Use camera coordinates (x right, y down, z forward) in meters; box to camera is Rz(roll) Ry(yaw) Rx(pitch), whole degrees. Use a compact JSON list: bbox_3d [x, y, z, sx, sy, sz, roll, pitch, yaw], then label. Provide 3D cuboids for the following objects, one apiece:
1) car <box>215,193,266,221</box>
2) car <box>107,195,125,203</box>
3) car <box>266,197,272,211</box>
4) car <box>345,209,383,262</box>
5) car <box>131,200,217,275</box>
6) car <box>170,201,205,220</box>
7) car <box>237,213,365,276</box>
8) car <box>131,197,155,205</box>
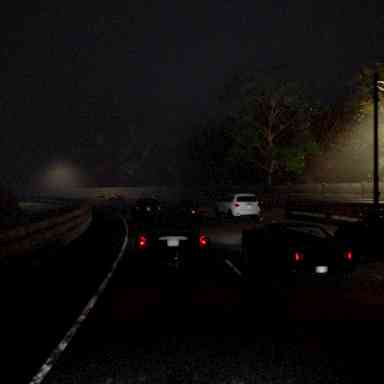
[{"bbox_3d":[3.484,1.129,26.680,2.150,2.045,5.566,-1,0,-14],"label":"car"},{"bbox_3d":[-15.063,1.266,66.186,2.033,1.411,5.357,0,0,-35],"label":"car"},{"bbox_3d":[6.385,1.086,36.574,2.097,1.767,4.553,0,0,-44],"label":"car"},{"bbox_3d":[6.365,1.300,10.322,2.097,1.767,4.553,0,0,-5],"label":"car"},{"bbox_3d":[-0.708,1.324,10.665,2.097,1.767,4.553,0,0,-6],"label":"car"},{"bbox_3d":[-0.470,1.486,27.890,1.994,1.385,4.181,0,0,-15],"label":"car"},{"bbox_3d":[2.907,1.561,10.180,1.895,1.301,4.718,0,0,-5],"label":"car"},{"bbox_3d":[-3.711,1.290,26.545,2.097,1.767,4.553,0,0,-14],"label":"car"}]
